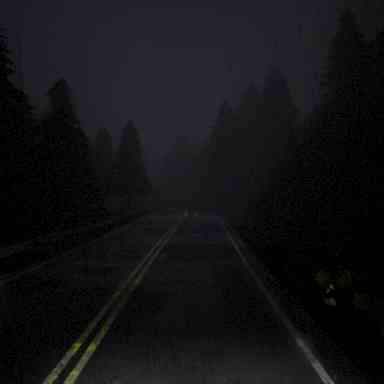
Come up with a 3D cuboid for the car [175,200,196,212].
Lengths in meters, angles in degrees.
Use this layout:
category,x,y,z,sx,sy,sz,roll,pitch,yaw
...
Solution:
category,x,y,z,sx,sy,sz,roll,pitch,yaw
car,-0.856,1.722,42.231,2.128,1.511,4.902,1,-2,-15
